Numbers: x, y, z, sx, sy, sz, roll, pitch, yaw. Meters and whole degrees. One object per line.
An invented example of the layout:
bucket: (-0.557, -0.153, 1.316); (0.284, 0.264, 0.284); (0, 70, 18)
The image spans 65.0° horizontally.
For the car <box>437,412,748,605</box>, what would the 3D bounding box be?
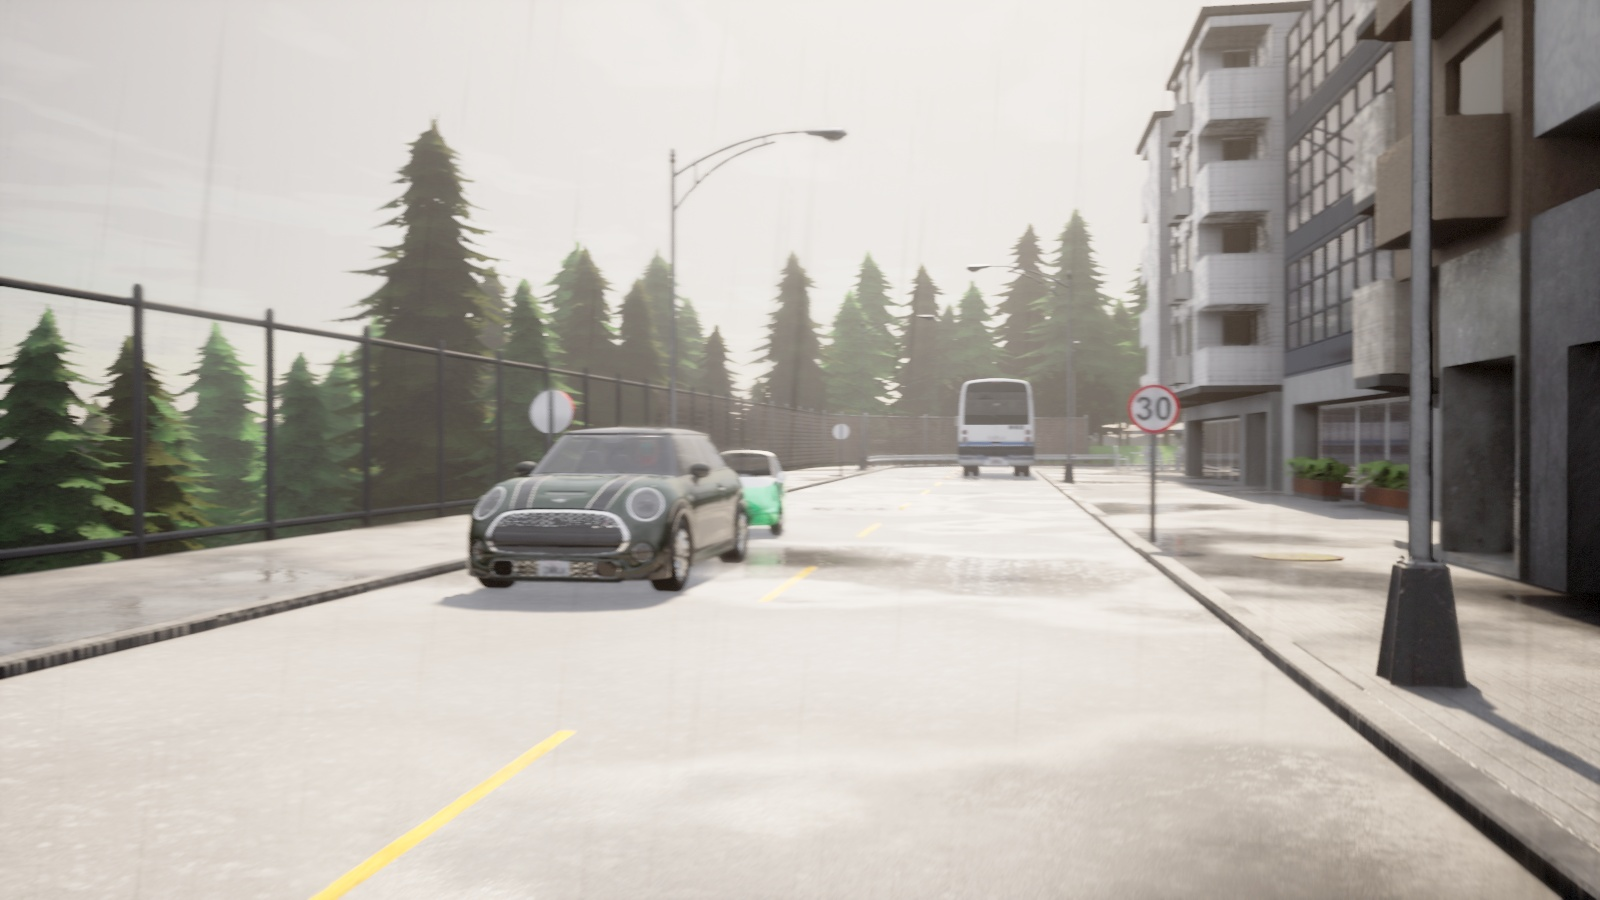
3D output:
car: (-2.048, 0.521, 13.941); (2.097, 1.767, 4.553); (0, 0, 9)

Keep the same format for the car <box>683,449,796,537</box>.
car: (-0.964, 0.679, 20.951); (1.481, 1.376, 2.207); (0, 0, 9)

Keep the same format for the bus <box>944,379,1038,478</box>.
bus: (8.965, -0.949, 58.954); (3.944, 4.253, 10.273); (0, 0, 9)
